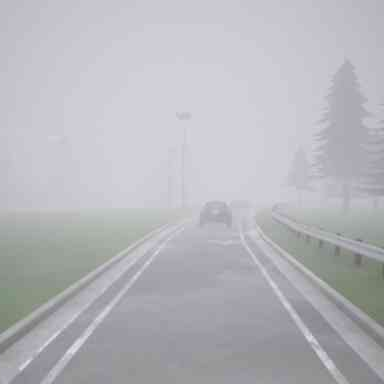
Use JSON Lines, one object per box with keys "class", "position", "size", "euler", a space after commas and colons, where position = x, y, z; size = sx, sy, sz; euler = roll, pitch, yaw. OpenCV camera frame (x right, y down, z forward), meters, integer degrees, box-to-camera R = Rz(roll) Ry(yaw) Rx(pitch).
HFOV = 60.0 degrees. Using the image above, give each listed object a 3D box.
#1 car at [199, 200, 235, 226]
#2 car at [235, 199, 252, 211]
{"class": "car", "position": [1.772, 1.375, 23.516], "size": [2.097, 1.767, 4.553], "euler": [0, 0, 8]}
{"class": "car", "position": [6.112, 1.589, 41.423], "size": [2.033, 1.411, 5.357], "euler": [0, 0, 20]}
